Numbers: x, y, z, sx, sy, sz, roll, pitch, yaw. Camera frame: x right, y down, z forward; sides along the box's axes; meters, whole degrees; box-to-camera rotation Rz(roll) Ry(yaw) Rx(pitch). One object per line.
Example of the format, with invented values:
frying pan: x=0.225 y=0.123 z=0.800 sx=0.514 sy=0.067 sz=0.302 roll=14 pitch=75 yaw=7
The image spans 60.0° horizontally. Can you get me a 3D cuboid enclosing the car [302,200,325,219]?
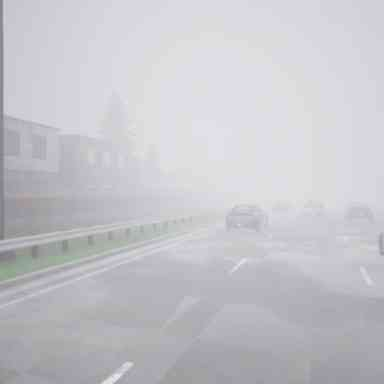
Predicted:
car: x=11.054 y=1.667 z=30.172 sx=1.895 sy=1.301 sz=4.718 roll=0 pitch=0 yaw=21

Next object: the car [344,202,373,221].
car: x=13.967 y=1.595 z=27.990 sx=1.812 sy=1.442 sz=4.674 roll=0 pitch=0 yaw=21

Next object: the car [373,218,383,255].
car: x=7.295 y=1.594 z=10.583 sx=1.994 sy=1.385 sz=4.181 roll=0 pitch=0 yaw=21

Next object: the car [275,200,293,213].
car: x=10.628 y=1.624 z=38.843 sx=2.033 sy=1.411 sz=5.357 roll=0 pitch=0 yaw=21

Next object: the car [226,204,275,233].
car: x=3.385 y=1.526 z=19.942 sx=2.128 sy=1.511 sz=4.902 roll=0 pitch=0 yaw=21
